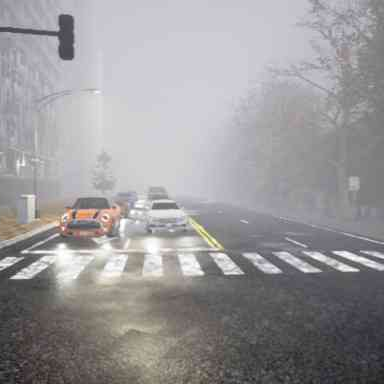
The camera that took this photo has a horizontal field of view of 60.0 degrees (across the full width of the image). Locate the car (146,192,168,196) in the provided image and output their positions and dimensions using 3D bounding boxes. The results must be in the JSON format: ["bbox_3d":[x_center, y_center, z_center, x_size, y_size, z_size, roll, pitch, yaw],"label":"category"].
[{"bbox_3d":[-2.510,0.943,26.012,1.812,1.442,4.674,0,1,-7],"label":"car"}]

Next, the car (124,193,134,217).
[{"bbox_3d":[-5.499,1.016,23.811,1.994,1.385,4.181,0,1,-6],"label":"car"}]

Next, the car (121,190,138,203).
[{"bbox_3d":[-8.049,0.517,43.190,1.882,1.535,5.008,0,2,-8],"label":"car"}]

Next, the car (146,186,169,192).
[{"bbox_3d":[-3.827,0.419,36.272,2.150,2.045,5.566,0,1,-8],"label":"car"}]

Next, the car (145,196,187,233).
[{"bbox_3d":[-1.421,1.138,16.977,1.812,1.442,4.674,0,1,-10],"label":"car"}]

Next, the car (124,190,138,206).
[{"bbox_3d":[-6.627,0.741,32.638,1.882,1.535,5.008,0,1,-8],"label":"car"}]

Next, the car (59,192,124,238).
[{"bbox_3d":[-4.501,0.989,15.237,2.097,1.767,4.553,0,1,-7],"label":"car"}]
